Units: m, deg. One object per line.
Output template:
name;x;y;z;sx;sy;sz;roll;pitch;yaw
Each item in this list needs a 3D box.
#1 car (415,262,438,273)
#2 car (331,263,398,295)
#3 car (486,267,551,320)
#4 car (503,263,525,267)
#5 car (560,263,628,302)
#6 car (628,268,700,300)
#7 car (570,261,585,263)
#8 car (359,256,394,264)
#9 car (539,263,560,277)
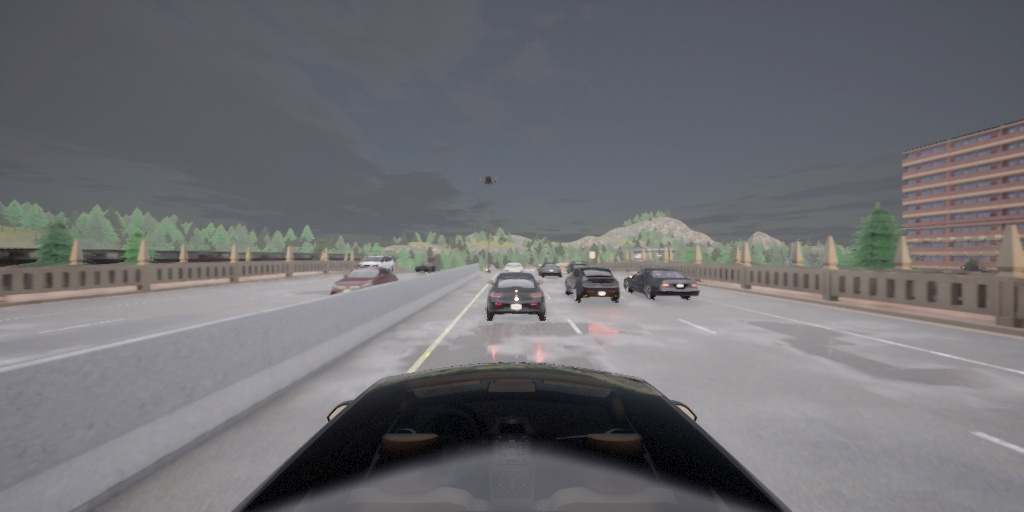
car;-10.501;1.441;44.076;1.895;1.301;4.718;0;-2;0
car;-7.069;1.271;17.737;1.812;1.442;4.674;0;0;0
car;0.124;1.276;12.477;1.812;1.442;4.674;0;0;0
car;0.156;1.277;30.187;1.812;1.442;4.674;0;0;0
car;3.630;1.258;16.865;1.837;1.490;4.892;0;0;0
car;7.130;1.303;17.706;2.033;1.411;5.357;0;0;0
car;7.177;1.262;39.490;2.128;1.511;4.902;0;0;0
car;-14.020;0.963;37.348;2.150;2.045;5.566;0;0;0
car;3.667;1.318;35.161;1.994;1.385;4.181;0;0;0
